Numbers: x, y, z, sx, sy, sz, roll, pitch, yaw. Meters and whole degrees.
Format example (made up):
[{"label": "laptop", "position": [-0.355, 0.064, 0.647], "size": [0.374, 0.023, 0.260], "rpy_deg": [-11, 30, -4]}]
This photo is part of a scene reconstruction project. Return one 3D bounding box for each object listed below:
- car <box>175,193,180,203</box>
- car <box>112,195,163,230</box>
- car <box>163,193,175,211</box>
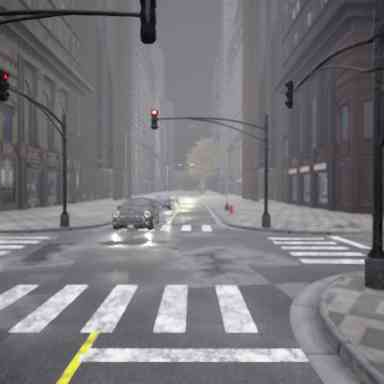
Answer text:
[{"label": "car", "position": [-2.924, 0.882, 49.217], "size": [1.812, 1.442, 4.674], "rpy_deg": [0, 1, 1]}, {"label": "car", "position": [-3.048, 1.096, 18.849], "size": [2.097, 1.767, 4.553], "rpy_deg": [0, 1, 0]}, {"label": "car", "position": [-2.998, 1.072, 33.906], "size": [1.812, 1.442, 4.674], "rpy_deg": [0, 1, 0]}]
